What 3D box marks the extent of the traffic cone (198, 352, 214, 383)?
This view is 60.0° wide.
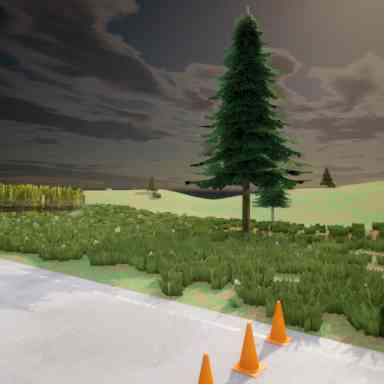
[{"bbox_3d":[0.145,1.955,3.431,0.340,0.580,0.340,0,0,36],"label":"traffic cone"}]

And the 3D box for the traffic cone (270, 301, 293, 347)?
[{"bbox_3d":[1.314,1.955,5.053,0.340,0.580,0.340,0,0,36],"label":"traffic cone"}]

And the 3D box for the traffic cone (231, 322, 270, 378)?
[{"bbox_3d":[0.729,1.955,4.242,0.340,0.580,0.340,0,0,36],"label":"traffic cone"}]
